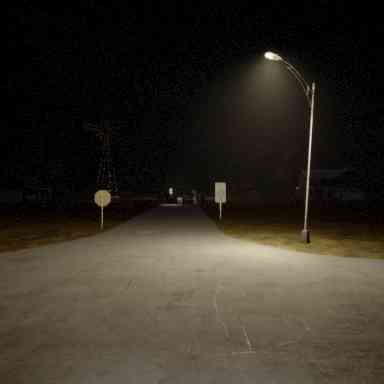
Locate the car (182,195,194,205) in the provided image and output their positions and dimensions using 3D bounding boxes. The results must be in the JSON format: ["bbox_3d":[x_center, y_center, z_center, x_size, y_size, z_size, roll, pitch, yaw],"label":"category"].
[{"bbox_3d":[-0.685,1.342,54.342,2.128,1.511,4.902,0,0,-1],"label":"car"}]

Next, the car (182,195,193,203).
[{"bbox_3d":[-0.817,1.347,64.778,2.033,1.411,5.357,0,0,-1],"label":"car"}]

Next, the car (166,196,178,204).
[{"bbox_3d":[-3.493,1.375,58.904,2.033,1.411,5.357,0,0,-1],"label":"car"}]
